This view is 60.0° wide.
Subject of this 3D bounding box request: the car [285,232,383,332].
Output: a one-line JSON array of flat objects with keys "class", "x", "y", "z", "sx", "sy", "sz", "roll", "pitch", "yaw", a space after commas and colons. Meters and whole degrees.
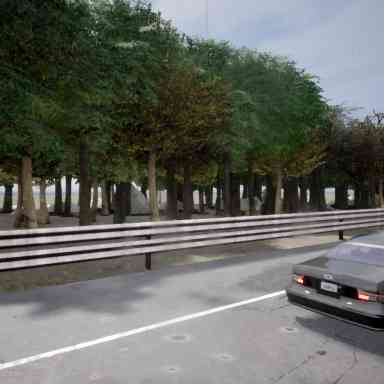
[{"class": "car", "x": 4.209, "y": 1.547, "z": 6.727, "sx": 5.357, "sy": 1.411, "sz": 2.033, "roll": 0, "pitch": 0, "yaw": -36}]
